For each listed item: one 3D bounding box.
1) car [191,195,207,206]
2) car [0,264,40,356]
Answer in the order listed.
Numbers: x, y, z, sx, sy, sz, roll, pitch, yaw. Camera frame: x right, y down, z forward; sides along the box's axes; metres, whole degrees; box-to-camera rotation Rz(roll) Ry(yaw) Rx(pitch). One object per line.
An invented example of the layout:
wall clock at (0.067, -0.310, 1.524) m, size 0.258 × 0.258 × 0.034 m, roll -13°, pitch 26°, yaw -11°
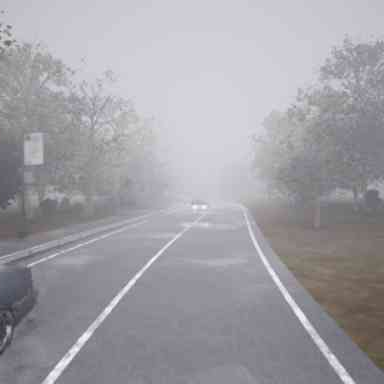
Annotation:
car at (0.979, 1.115, 45.017) m, size 1.994 × 1.385 × 4.181 m, roll 0°, pitch 1°, yaw 4°
car at (-3.487, 1.521, 3.139) m, size 2.033 × 1.411 × 5.357 m, roll 0°, pitch 0°, yaw 2°
